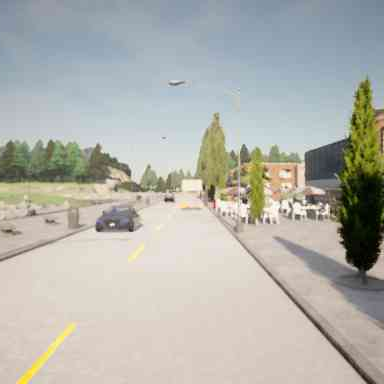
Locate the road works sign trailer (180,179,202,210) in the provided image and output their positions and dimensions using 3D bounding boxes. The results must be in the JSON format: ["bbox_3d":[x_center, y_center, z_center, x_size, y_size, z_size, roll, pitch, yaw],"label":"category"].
[{"bbox_3d":[-0.001,0.286,38.169,2.380,3.560,2.880,0,0,0],"label":"road works sign trailer"}]

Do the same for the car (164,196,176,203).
[{"bbox_3d":[-4.034,1.319,60.335,1.895,1.301,4.718,0,0,1],"label":"car"}]

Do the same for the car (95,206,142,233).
[{"bbox_3d":[-4.099,1.475,19.050,1.994,1.385,4.181,0,0,0],"label":"car"}]
